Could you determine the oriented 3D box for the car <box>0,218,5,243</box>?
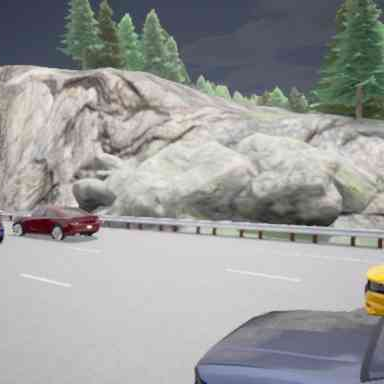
[{"bbox_3d":[-10.285,1.337,14.509,4.553,1.767,2.097,0,0,30],"label":"car"}]

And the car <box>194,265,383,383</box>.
[{"bbox_3d":[2.545,1.540,2.115,5.357,1.411,2.033,0,0,36],"label":"car"}]

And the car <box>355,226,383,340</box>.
[{"bbox_3d":[5.146,1.462,4.515,5.008,1.535,1.882,0,0,36],"label":"car"}]

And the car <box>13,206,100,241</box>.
[{"bbox_3d":[-6.814,1.455,16.540,5.008,1.535,1.882,0,0,31],"label":"car"}]
